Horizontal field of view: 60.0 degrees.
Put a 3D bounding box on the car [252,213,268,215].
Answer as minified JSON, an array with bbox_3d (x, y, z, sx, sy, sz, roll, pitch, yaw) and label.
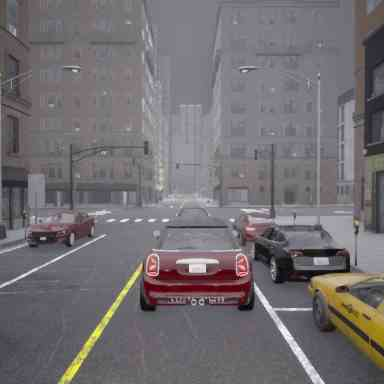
[{"bbox_3d":[2.839,1.577,15.002,1.802,1.307,4.206,-1,0,0],"label":"car"}]

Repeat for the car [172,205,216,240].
[{"bbox_3d":[0.064,1.542,18.159,2.033,1.411,5.357,0,0,0],"label":"car"}]

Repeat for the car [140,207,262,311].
[{"bbox_3d":[0.086,1.350,7.920,2.097,1.767,4.553,0,0,0],"label":"car"}]

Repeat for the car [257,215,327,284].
[{"bbox_3d":[2.849,1.563,9.416,1.947,1.339,4.313,-1,0,0],"label":"car"}]

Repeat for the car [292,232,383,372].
[{"bbox_3d":[2.859,1.524,4.000,1.752,1.417,4.829,-1,0,0],"label":"car"}]

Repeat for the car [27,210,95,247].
[{"bbox_3d":[-5.707,1.540,14.983,1.887,1.381,4.507,-1,0,0],"label":"car"}]
